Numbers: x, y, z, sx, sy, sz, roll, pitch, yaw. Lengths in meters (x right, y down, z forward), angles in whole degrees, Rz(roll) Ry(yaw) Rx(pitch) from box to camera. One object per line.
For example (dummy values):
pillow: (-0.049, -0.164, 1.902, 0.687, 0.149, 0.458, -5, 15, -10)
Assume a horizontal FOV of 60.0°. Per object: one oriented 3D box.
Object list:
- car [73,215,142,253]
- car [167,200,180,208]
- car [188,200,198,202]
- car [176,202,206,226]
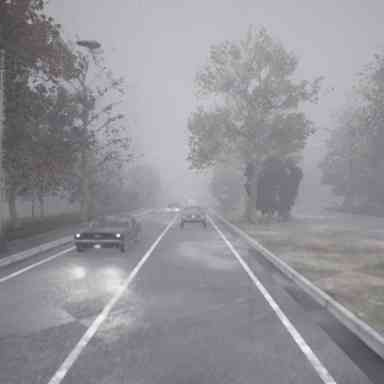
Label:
car: (-3.347, 1.651, 14.017, 1.895, 1.301, 4.718, 0, -1, 0)
car: (-3.165, 2.075, 57.215, 1.895, 1.301, 4.718, 0, 0, 2)
car: (0.125, 1.751, 42.512, 1.812, 1.442, 4.674, 1, -5, 0)
car: (0.106, 1.730, 24.809, 2.033, 1.411, 5.357, 0, -1, 0)
